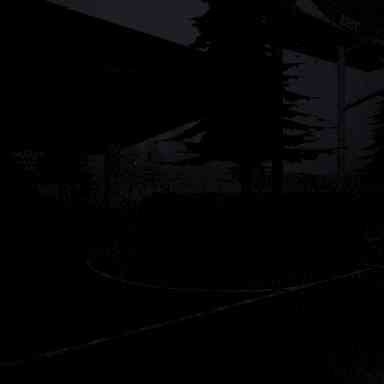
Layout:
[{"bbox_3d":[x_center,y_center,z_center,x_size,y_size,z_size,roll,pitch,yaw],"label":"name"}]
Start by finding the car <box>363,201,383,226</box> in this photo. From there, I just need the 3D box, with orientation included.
[{"bbox_3d":[11.394,1.317,21.322,2.128,1.511,4.902,0,1,-36],"label":"car"}]

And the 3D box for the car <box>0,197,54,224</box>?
[{"bbox_3d":[-11.953,1.313,23.482,3.866,1.878,1.905,0,0,-36],"label":"car"}]
